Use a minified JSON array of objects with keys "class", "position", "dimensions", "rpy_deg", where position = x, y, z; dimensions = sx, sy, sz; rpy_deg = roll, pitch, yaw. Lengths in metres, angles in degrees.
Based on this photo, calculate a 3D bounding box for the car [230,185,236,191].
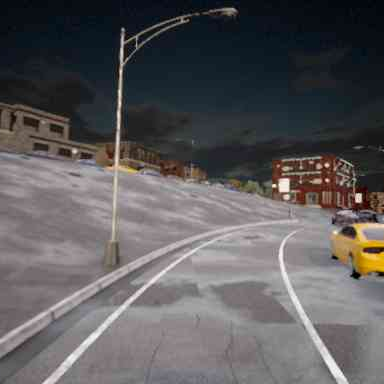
[{"class":"car","position":[7.974,-0.553,73.092],"dimensions":[2.435,2.045,5.566],"rpy_deg":[0,-5,28]}]

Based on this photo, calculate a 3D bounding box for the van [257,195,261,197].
[{"class":"van","position":[17.359,1.471,93.174],"dimensions":[1.878,1.987,4.442],"rpy_deg":[0,-5,24]}]

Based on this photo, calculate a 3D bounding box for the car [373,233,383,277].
[{"class":"car","position":[4.805,1.704,5.149],"dimensions":[1.812,1.442,4.674],"rpy_deg":[1,0,7]}]

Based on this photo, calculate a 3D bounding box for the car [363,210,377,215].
[{"class":"car","position":[21.711,2.935,41.340],"dimensions":[2.128,1.511,4.902],"rpy_deg":[-1,-3,39]}]

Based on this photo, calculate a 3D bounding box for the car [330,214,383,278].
[{"class":"car","position":[5.802,1.744,10.790],"dimensions":[1.882,1.535,5.008],"rpy_deg":[1,-1,13]}]

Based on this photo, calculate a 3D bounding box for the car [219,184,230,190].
[{"class":"car","position":[5.336,-0.874,68.149],"dimensions":[2.185,1.767,4.553],"rpy_deg":[0,-5,29]}]

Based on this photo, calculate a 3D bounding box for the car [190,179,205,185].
[{"class":"car","position":[-0.144,-1.525,58.566],"dimensions":[2.002,1.452,4.674],"rpy_deg":[-1,-4,32]}]

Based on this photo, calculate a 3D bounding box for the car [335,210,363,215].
[{"class":"car","position":[15.119,2.503,32.795],"dimensions":[1.812,1.442,4.674],"rpy_deg":[-1,-3,37]}]

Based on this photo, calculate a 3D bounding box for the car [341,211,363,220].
[{"class":"car","position":[23.931,3.493,49.656],"dimensions":[1.895,1.301,4.718],"rpy_deg":[-1,-4,39]}]

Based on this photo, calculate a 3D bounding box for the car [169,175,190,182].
[{"class":"car","position":[-3.033,-1.930,53.880],"dimensions":[2.163,1.488,4.792],"rpy_deg":[-1,-4,33]}]

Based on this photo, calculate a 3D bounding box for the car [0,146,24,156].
[{"class":"car","position":[-19.076,-3.904,31.194],"dimensions":[2.231,1.521,4.892],"rpy_deg":[-1,-4,38]}]

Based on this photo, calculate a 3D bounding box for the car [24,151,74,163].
[{"class":"car","position":[-15.712,-3.539,35.555],"dimensions":[2.231,1.521,4.892],"rpy_deg":[-1,-5,37]}]

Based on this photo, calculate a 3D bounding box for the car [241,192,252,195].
[{"class":"car","position":[12.804,0.684,82.953],"dimensions":[2.002,1.452,4.674],"rpy_deg":[0,-5,25]}]

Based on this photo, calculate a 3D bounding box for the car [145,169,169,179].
[{"class":"car","position":[-6.120,-2.493,49.085],"dimensions":[2.185,1.767,4.553],"rpy_deg":[-1,-5,34]}]

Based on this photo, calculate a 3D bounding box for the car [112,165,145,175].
[{"class":"car","position":[-9.213,-2.761,44.515],"dimensions":[2.097,1.535,5.008],"rpy_deg":[-1,-5,35]}]

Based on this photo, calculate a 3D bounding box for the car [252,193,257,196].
[{"class":"car","position":[15.088,1.192,87.977],"dimensions":[2.002,1.452,4.674],"rpy_deg":[0,-5,24]}]

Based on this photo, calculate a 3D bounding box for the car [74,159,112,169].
[{"class":"car","position":[-12.416,-3.114,39.998],"dimensions":[2.002,1.452,4.674],"rpy_deg":[-1,-5,36]}]

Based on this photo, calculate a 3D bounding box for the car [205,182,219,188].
[{"class":"car","position":[2.596,-1.173,63.231],"dimensions":[2.231,1.521,4.892],"rpy_deg":[0,-4,30]}]
